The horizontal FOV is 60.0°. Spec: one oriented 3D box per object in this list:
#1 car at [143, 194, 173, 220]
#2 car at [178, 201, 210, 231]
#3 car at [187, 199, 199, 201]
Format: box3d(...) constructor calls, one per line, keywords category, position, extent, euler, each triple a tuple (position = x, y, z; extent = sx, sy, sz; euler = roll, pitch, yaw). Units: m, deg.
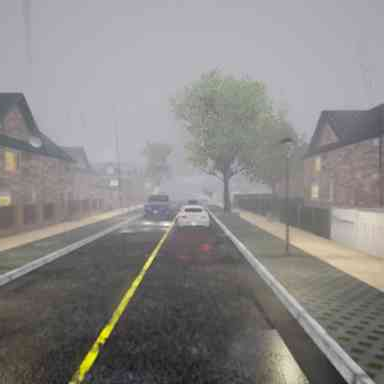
box3d(category="car", position=(-2.841, 1.217, 28.780), extent=(2.150, 2.045, 5.566), euler=(0, 0, 0))
box3d(category="car", position=(0.104, 1.523, 20.518), extent=(1.812, 1.442, 4.674), euler=(0, 0, 0))
box3d(category="car", position=(0.109, 1.519, 37.788), extent=(1.812, 1.442, 4.674), euler=(0, 0, 0))
